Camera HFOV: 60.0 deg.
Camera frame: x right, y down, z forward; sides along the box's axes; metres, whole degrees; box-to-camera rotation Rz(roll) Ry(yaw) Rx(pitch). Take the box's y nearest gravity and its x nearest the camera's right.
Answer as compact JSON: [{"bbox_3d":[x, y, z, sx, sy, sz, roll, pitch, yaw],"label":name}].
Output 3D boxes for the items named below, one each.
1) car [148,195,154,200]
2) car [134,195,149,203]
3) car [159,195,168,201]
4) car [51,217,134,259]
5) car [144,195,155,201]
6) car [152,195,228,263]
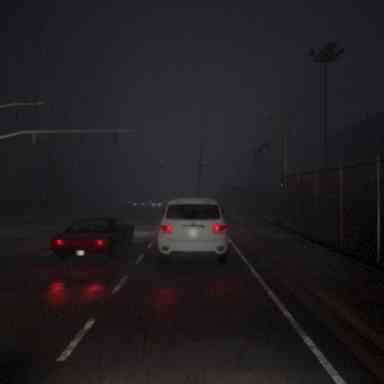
[{"bbox_3d":[-6.994,1.504,67.529,2.128,1.511,4.902,0,0,0],"label":"car"},{"bbox_3d":[-10.491,1.351,67.483,2.097,1.767,4.553,0,0,0],"label":"car"},{"bbox_3d":[-6.987,1.490,83.018,1.812,1.442,4.674,0,0,0],"label":"car"},{"bbox_3d":[-3.440,1.600,12.547,1.895,1.301,4.718,0,0,0],"label":"car"},{"bbox_3d":[-10.487,1.492,82.967,2.128,1.511,4.902,0,0,0],"label":"car"},{"bbox_3d":[0.055,1.221,12.143,2.150,2.045,5.566,0,0,0],"label":"car"}]
